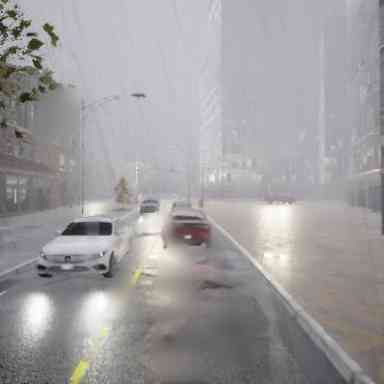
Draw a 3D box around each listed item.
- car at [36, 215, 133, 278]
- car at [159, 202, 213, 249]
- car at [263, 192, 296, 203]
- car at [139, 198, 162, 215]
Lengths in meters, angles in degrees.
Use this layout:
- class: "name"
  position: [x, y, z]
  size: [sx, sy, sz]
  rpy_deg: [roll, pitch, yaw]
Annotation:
- class: "car"
  position: [-2.944, 1.477, 10.101]
  size: [1.812, 1.442, 4.674]
  rpy_deg: [0, 0, -1]
- class: "car"
  position: [-0.207, 1.409, 14.136]
  size: [1.882, 1.535, 5.008]
  rpy_deg: [0, 0, -2]
- class: "car"
  position: [13.717, 0.928, 52.234]
  size: [5.009, 1.841, 2.192]
  rpy_deg: [0, -1, 15]
- class: "car"
  position: [-3.899, 1.321, 31.685]
  size: [1.882, 1.535, 5.008]
  rpy_deg: [0, 0, -4]
